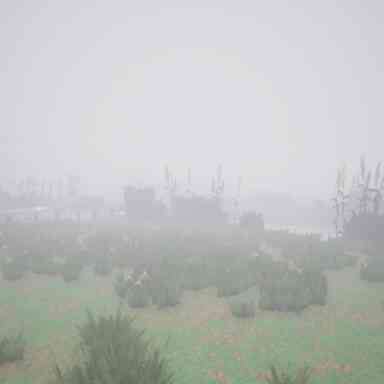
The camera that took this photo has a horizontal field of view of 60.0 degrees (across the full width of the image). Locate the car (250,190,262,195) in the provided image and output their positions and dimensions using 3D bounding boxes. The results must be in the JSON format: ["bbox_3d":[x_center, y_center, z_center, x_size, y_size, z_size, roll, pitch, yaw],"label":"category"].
[{"bbox_3d":[10.346,0.759,47.434,2.150,2.045,5.566,0,-2,44],"label":"car"}]

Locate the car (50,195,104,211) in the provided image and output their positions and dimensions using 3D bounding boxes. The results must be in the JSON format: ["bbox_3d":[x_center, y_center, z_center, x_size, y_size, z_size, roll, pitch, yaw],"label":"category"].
[{"bbox_3d":[-10.355,1.099,30.306,1.837,1.490,4.892,0,3,41],"label":"car"}]
